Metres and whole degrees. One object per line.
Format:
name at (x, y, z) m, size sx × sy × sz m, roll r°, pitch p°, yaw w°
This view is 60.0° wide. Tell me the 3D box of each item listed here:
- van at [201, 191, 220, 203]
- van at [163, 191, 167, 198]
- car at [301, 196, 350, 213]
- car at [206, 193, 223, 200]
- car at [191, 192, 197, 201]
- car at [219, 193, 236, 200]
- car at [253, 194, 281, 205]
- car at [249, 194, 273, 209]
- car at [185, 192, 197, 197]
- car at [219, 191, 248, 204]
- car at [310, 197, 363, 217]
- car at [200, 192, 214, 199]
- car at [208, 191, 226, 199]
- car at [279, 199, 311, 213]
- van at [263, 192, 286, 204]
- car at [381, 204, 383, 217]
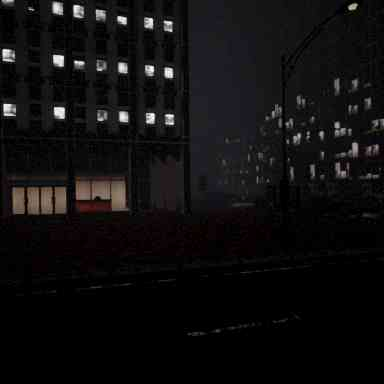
van at (3.419, 0.951, 56.076) m, size 1.690 × 1.788 × 3.998 m, roll 0°, pitch 1°, yaw -20°
van at (-6.208, 0.687, 82.814) m, size 1.690 × 1.788 × 3.998 m, roll 0°, pitch 1°, yaw -20°
car at (13.816, 1.259, 34.820) m, size 1.882 × 1.535 × 5.008 m, roll -1°, pitch 1°, yaw -20°
car at (4.692, 0.930, 69.612) m, size 1.812 × 1.442 × 4.674 m, roll -1°, pitch 1°, yaw -20°
car at (-0.432, 1.056, 66.774) m, size 2.008 × 1.369 × 4.403 m, roll 0°, pitch 1°, yaw -20°
car at (7.453, 0.953, 69.612) m, size 1.802 × 1.307 × 4.206 m, roll 0°, pitch 1°, yaw -20°
car at (11.408, 1.113, 50.959) m, size 1.812 × 1.442 × 4.674 m, roll -1°, pitch 1°, yaw -20°
car at (9.145, 1.331, 40.020) m, size 1.947 × 1.339 × 4.313 m, roll 0°, pitch 1°, yaw -20°
car at (-0.249, 0.709, 91.001) m, size 2.008 × 1.369 × 4.403 m, roll 0°, pitch 1°, yaw -20°
car at (6.769, 0.947, 54.531) m, size 2.097 × 1.767 × 4.553 m, roll -1°, pitch 1°, yaw -19°
car at (12.925, 1.434, 29.298) m, size 1.947 × 1.339 × 4.313 m, roll 0°, pitch 1°, yaw -20°
car at (3.601, 0.705, 80.305) m, size 1.967 × 1.590 × 4.097 m, roll 0°, pitch 1°, yaw -20°
car at (5.527, 0.633, 74.956) m, size 2.192 × 1.841 × 5.009 m, roll 0°, pitch 1°, yaw -20°
car at (11.016, 1.399, 34.654) m, size 1.802 × 1.307 × 4.206 m, roll 0°, pitch 1°, yaw -20°
van at (13.228, 0.870, 53.566) m, size 1.690 × 1.788 × 3.998 m, roll 0°, pitch 1°, yaw -20°
car at (17.060, 1.220, 25.613) m, size 2.097 × 1.767 × 4.553 m, roll -1°, pitch 1°, yaw -18°
